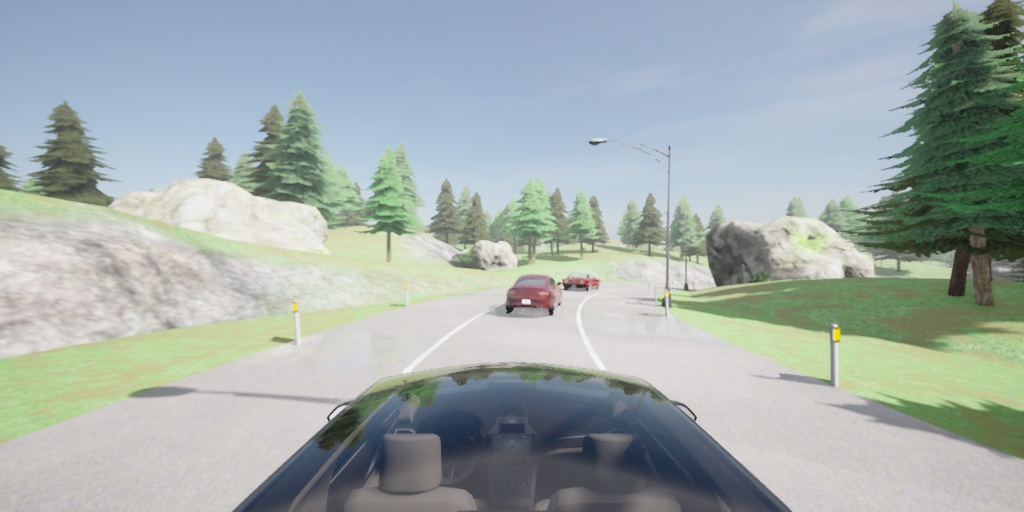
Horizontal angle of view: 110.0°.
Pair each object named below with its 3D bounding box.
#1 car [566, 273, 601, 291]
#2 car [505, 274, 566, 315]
[{"bbox_3d":[5.377,1.936,27.275,1.895,1.301,4.718,1,-1,27],"label":"car"},{"bbox_3d":[0.990,1.469,14.691,1.812,1.442,4.674,1,-1,12],"label":"car"}]
